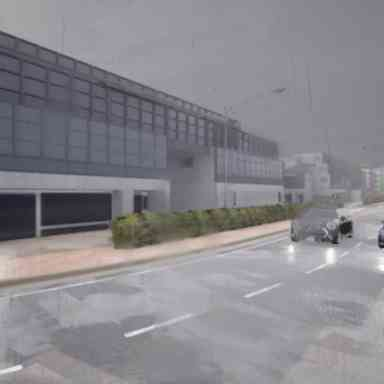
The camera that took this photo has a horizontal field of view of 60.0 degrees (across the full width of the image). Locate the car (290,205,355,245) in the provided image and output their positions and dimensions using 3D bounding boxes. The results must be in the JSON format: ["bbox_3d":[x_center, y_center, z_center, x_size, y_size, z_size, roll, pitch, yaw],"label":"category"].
[{"bbox_3d":[6.545,1.502,16.486,2.097,1.767,4.553,-1,-1,36],"label":"car"}]

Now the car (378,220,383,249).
[{"bbox_3d":[9.345,1.608,14.385,1.812,1.442,4.674,-1,-1,36],"label":"car"}]
